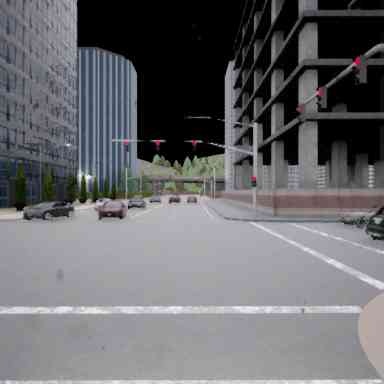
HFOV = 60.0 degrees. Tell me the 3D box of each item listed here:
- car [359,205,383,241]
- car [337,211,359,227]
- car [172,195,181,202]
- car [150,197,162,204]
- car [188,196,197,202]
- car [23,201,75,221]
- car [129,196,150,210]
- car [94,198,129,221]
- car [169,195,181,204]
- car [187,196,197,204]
[{"bbox_3d":[9.984,1.295,14.087,4.553,1.767,2.097,0,0,1],"label":"car"},{"bbox_3d":[11.886,1.543,21.265,4.718,1.301,1.895,0,0,0],"label":"car"},{"bbox_3d":[-3.477,1.501,73.669,1.812,1.442,4.674,0,0,0],"label":"car"},{"bbox_3d":[-7.020,1.559,64.326,1.994,1.385,4.181,0,0,1],"label":"car"},{"bbox_3d":[0.023,1.572,73.698,1.895,1.301,4.718,0,0,0],"label":"car"},{"bbox_3d":[-11.421,1.501,26.950,1.837,1.490,4.892,1,0,14],"label":"car"},{"bbox_3d":[-7.084,1.560,42.940,1.994,1.385,4.181,0,0,0],"label":"car"},{"bbox_3d":[-6.610,1.475,27.809,1.882,1.535,5.008,0,0,-7],"label":"car"},{"bbox_3d":[-3.480,1.499,64.595,1.837,1.490,4.892,0,0,0],"label":"car"},{"bbox_3d":[0.020,1.486,64.593,2.128,1.511,4.902,0,0,0],"label":"car"}]
